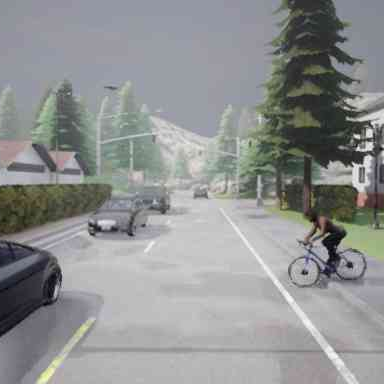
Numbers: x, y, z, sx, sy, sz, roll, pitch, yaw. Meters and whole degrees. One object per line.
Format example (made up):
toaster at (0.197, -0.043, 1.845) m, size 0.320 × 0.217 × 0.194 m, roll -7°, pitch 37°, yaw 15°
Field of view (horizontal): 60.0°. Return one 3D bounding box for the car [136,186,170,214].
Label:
car at (-2.876, 0.566, 25.103) m, size 2.150 × 2.045 × 5.566 m, roll 0°, pitch 2°, yaw 2°

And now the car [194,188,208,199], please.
car at (1.289, 0.139, 46.950) m, size 2.128 × 1.511 × 4.902 m, roll 0°, pitch 1°, yaw 3°

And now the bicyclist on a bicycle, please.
bicyclist on a bicycle at (2.774, 1.157, 6.987) m, size 1.656 × 1.620 × 0.582 m, roll -9°, pitch 1°, yaw 2°

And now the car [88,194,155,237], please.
car at (-3.219, 1.041, 15.182) m, size 2.128 × 1.511 × 4.902 m, roll 0°, pitch 2°, yaw 2°

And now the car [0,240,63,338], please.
car at (-3.513, 1.413, 4.703) m, size 1.994 × 1.385 × 4.181 m, roll 0°, pitch 2°, yaw 2°
